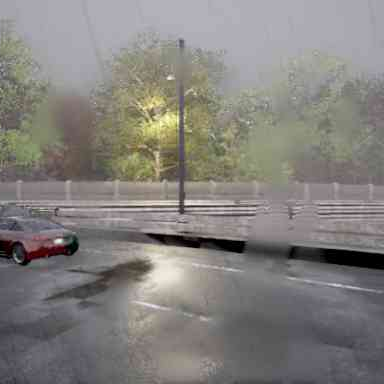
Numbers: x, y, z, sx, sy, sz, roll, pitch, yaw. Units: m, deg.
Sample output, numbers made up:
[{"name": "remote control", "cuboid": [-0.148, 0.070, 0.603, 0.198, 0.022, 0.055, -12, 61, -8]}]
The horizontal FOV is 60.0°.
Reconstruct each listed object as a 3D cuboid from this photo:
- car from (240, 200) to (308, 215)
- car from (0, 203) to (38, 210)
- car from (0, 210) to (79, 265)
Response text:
[{"name": "car", "cuboid": [5.950, 1.407, 24.331, 5.008, 1.535, 1.882, -1, 0, -9]}, {"name": "car", "cuboid": [-13.018, 1.439, 22.068, 5.357, 1.411, 2.033, 0, 0, 2]}, {"name": "car", "cuboid": [-5.916, 1.512, 11.470, 4.181, 1.385, 1.994, 0, 0, 30]}]
